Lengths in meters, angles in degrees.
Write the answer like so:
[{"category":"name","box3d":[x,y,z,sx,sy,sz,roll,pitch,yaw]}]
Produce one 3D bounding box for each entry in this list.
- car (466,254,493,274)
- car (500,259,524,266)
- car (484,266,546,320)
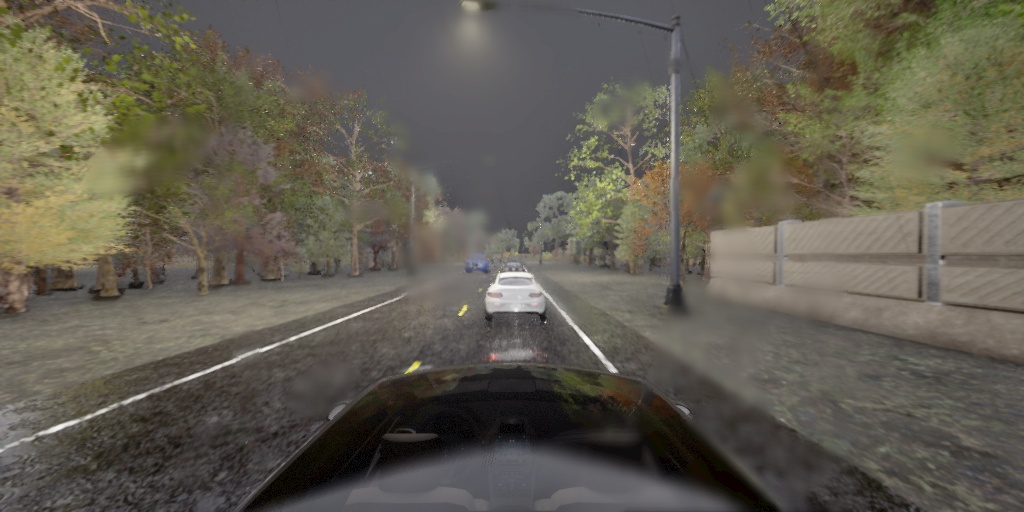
[{"category":"car","box3d":[-3.535,0.824,38.089,2.150,2.045,5.566,0,1,0]},{"category":"car","box3d":[0.151,1.177,33.466,2.033,1.411,5.357,0,0,0]},{"category":"car","box3d":[0.120,1.242,12.333,1.812,1.442,4.674,0,0,0]}]
